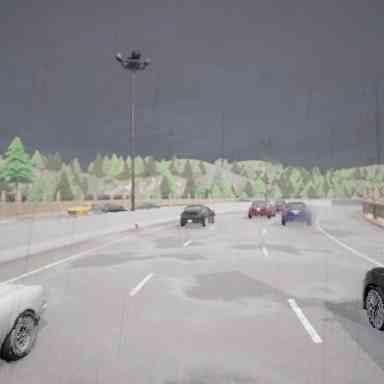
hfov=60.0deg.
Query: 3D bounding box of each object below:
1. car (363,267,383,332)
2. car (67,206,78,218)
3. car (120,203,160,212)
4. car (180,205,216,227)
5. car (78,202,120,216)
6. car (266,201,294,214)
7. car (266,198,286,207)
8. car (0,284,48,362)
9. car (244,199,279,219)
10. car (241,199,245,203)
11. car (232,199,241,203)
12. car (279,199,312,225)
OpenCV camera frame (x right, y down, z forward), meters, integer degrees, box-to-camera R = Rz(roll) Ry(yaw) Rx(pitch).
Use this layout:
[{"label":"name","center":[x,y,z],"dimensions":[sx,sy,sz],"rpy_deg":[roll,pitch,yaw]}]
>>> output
[{"label":"car","center":[3.853,1.530,4.003],"dimensions":[2.128,1.511,4.902],"rpy_deg":[0,-1,3]},{"label":"car","center":[-11.028,1.854,35.140],"dimensions":[1.882,1.535,5.008],"rpy_deg":[-1,-1,20]},{"label":"car","center":[-4.654,1.831,32.222],"dimensions":[1.837,1.490,4.892],"rpy_deg":[-1,-1,20]},{"label":"car","center":[0.533,1.744,24.977],"dimensions":[1.837,1.490,4.892],"rpy_deg":[0,0,16]},{"label":"car","center":[-8.363,1.828,32.234],"dimensions":[2.128,1.511,4.902],"rpy_deg":[0,-1,20]},{"label":"car","center":[11.080,1.928,41.627],"dimensions":[2.033,1.411,5.357],"rpy_deg":[-1,-1,31]},{"label":"car","center":[17.015,2.094,67.338],"dimensions":[1.882,1.535,5.008],"rpy_deg":[-1,-1,43]},{"label":"car","center":[-3.271,1.629,3.077],"dimensions":[1.895,1.301,4.718],"rpy_deg":[0,-1,3]},{"label":"car","center":[6.910,1.647,32.518],"dimensions":[2.097,1.767,4.553],"rpy_deg":[0,-1,22]},{"label":"car","center":[12.566,2.261,67.739],"dimensions":[1.812,1.442,4.674],"rpy_deg":[-1,-1,42]},{"label":"car","center":[10.346,2.269,70.482],"dimensions":[1.837,1.490,4.892],"rpy_deg":[-1,-1,43]},{"label":"car","center":[8.290,1.581,26.314],"dimensions":[2.097,1.767,4.553],"rpy_deg":[0,-1,18]}]
